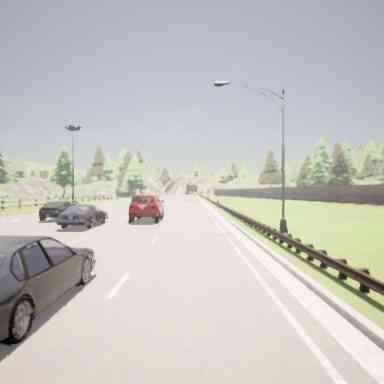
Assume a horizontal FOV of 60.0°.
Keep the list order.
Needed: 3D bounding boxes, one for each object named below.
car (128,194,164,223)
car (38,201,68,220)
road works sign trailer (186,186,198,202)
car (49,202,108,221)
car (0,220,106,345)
[{"bbox_3d":[-3.403,1.182,25.386,2.150,2.045,5.566,0,0,0],"label":"car"},{"bbox_3d":[-10.404,1.464,26.389,1.837,1.490,4.892,0,0,0],"label":"car"},{"bbox_3d":[-0.004,0.356,70.443,2.380,3.560,2.880,0,0,0],"label":"road works sign trailer"},{"bbox_3d":[-6.907,1.514,21.416,2.033,1.411,5.357,0,0,0],"label":"car"},{"bbox_3d":[-3.406,1.538,6.276,2.033,1.411,5.357,0,0,0],"label":"car"}]
